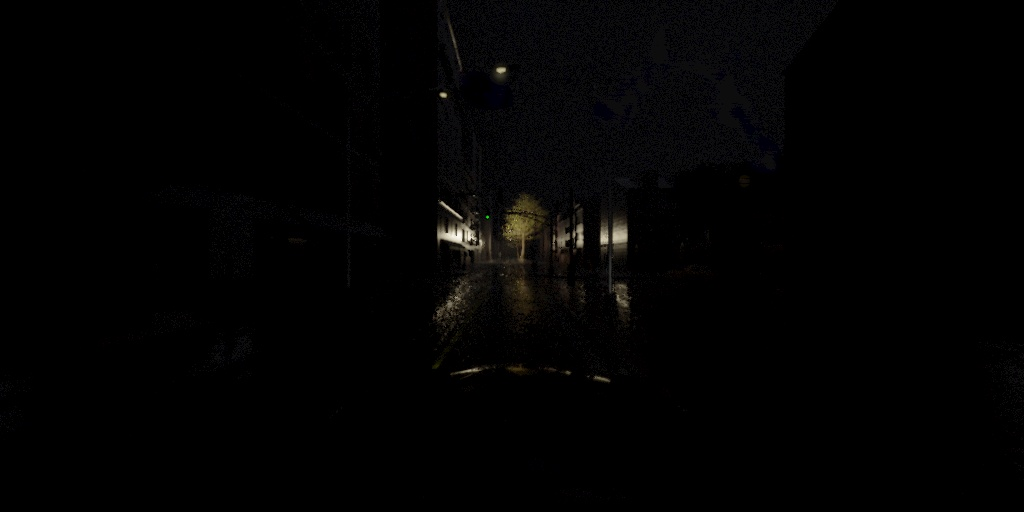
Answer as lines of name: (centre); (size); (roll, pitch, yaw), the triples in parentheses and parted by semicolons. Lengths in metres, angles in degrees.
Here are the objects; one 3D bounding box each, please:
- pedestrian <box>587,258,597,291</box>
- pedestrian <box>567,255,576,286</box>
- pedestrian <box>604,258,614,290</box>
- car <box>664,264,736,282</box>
pedestrian: (4.325, 0.986, 19.765); (0.375, 1.860, 0.375); (0, 0, 0)
pedestrian: (3.502, 0.831, 20.965); (0.375, 1.860, 0.375); (0, 0, 0)
pedestrian: (5.508, 0.968, 20.365); (0.375, 1.860, 0.375); (0, 0, 0)
car: (13.882, 1.269, 26.536); (4.829, 1.417, 1.751); (0, 0, 0)
